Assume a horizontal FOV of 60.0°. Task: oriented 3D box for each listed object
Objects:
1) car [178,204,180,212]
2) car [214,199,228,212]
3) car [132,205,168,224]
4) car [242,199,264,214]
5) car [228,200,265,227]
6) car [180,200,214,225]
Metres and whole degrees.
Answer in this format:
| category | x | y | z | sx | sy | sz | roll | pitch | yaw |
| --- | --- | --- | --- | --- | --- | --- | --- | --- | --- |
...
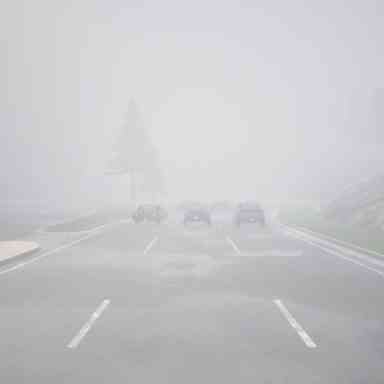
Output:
| category | x | y | z | sx | sy | sz | roll | pitch | yaw |
| --- | --- | --- | --- | --- | --- | --- | --- | --- | --- |
| car | -0.122 | 1.564 | 38.070 | 1.994 | 1.385 | 4.181 | 0 | 0 | 16 |
| car | 3.581 | 1.526 | 38.299 | 1.812 | 1.442 | 4.674 | 0 | 0 | 16 |
| car | -3.001 | 1.601 | 25.008 | 1.895 | 1.301 | 4.718 | 0 | 0 | 5 |
| car | 6.819 | 1.564 | 36.883 | 1.994 | 1.385 | 4.181 | 0 | 0 | 17 |
| car | 3.852 | 1.492 | 22.994 | 2.128 | 1.511 | 4.902 | 0 | 0 | 4 |
| car | 0.473 | 1.525 | 24.349 | 1.812 | 1.442 | 4.674 | 0 | 0 | 5 |
